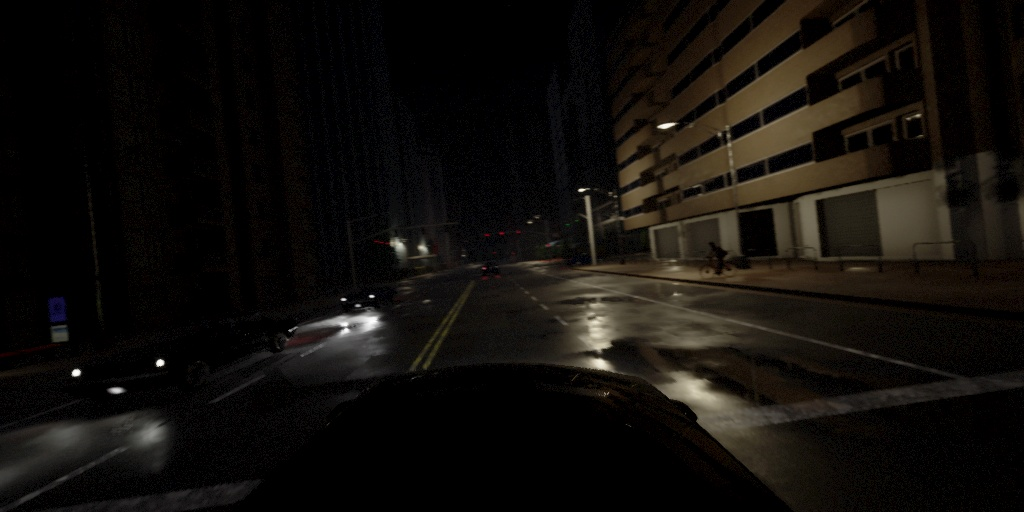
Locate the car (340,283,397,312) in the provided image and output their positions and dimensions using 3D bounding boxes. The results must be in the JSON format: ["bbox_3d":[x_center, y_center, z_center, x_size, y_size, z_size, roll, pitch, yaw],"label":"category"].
[{"bbox_3d":[-8.142,2.281,20.749,1.895,1.301,4.718,-6,0,-4],"label":"car"}]

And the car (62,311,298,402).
[{"bbox_3d":[-7.339,2.152,8.697,1.895,1.301,4.718,-6,0,-4],"label":"car"}]

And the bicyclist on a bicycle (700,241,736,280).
[{"bbox_3d":[8.757,0.176,15.325,1.656,1.620,0.582,-6,0,-4],"label":"bicyclist on a bicycle"}]

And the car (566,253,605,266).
[{"bbox_3d":[9.396,0.397,45.690,5.008,1.535,1.882,-6,-1,-14],"label":"car"}]

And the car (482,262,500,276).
[{"bbox_3d":[-2.800,1.563,47.104,2.097,1.767,4.553,-6,0,-4],"label":"car"}]
